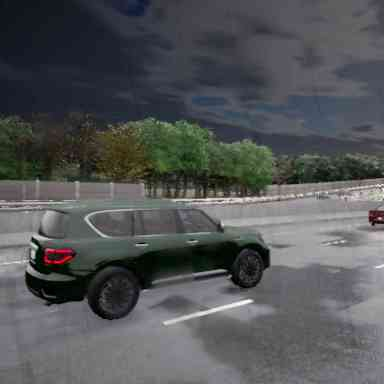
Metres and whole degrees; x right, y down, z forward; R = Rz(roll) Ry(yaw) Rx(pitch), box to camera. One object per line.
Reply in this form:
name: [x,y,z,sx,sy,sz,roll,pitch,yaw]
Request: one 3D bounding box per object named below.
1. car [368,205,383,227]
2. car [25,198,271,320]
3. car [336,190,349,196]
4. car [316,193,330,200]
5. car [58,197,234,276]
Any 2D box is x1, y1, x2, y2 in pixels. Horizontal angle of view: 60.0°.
car: [13.657,1.500,22.031,5.008,1.535,1.882,0,0,-35]
car: [-0.683,1.225,7.557,5.566,2.045,2.150,0,0,-35]
car: [39.163,0.176,86.405,2.097,1.767,4.553,0,3,40]
car: [29.209,0.929,74.077,1.837,1.490,4.892,0,2,37]
car: [-1.379,1.226,11.359,5.566,2.045,2.150,0,0,-35]
